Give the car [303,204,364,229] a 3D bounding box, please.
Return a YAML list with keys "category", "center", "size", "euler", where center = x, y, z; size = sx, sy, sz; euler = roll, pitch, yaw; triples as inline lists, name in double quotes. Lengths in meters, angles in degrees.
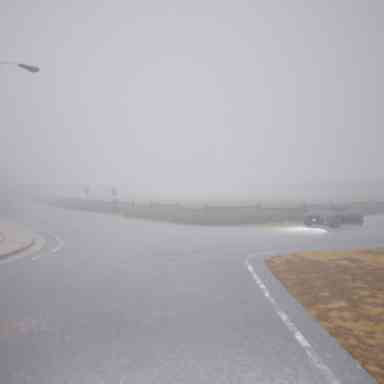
- category: "car"
  center: [8.901, 1.466, 20.920]
  size: [4.181, 1.385, 1.994]
  euler: [0, 1, -34]
